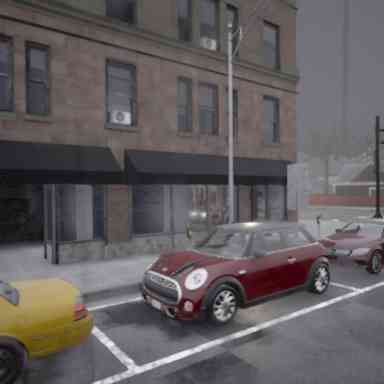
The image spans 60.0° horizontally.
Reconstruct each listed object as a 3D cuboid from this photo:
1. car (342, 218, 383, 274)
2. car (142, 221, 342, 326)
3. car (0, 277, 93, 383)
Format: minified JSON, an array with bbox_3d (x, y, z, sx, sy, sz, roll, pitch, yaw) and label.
[{"bbox_3d":[5.484,1.489,10.143,4.206,1.307,1.802,-1,0,-36],"label":"car"},{"bbox_3d":[1.002,1.397,6.919,4.097,1.590,1.967,-1,0,-36],"label":"car"},{"bbox_3d":[-3.615,1.534,3.598,4.829,1.417,1.752,-1,0,-36],"label":"car"}]
